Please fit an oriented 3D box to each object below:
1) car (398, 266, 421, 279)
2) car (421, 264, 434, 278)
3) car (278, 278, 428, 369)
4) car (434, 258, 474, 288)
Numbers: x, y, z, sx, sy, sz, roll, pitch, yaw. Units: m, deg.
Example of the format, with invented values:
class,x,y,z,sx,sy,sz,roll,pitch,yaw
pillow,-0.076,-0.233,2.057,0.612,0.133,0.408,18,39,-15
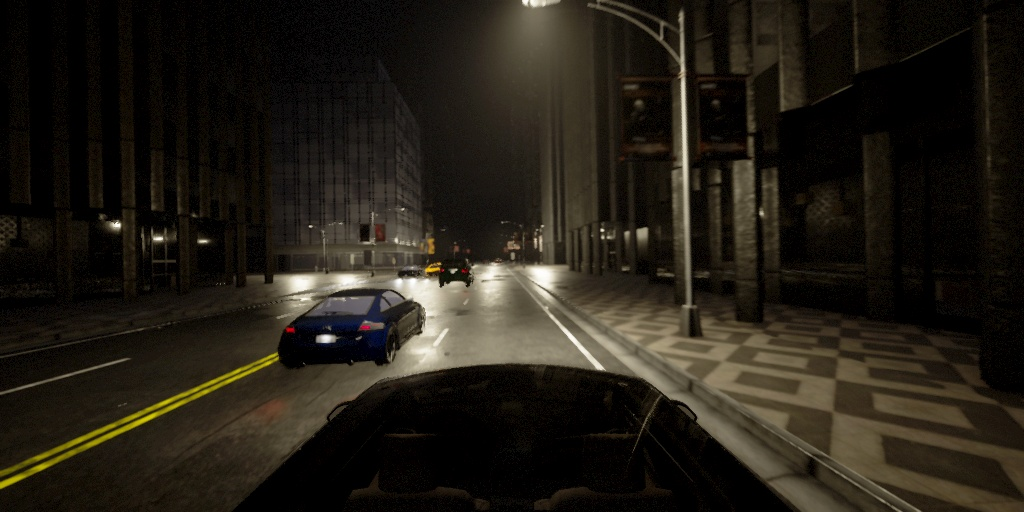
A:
class,x,y,z,sx,sy,sz,roll,pitch,yaw
car,-11.263,1.773,40.013,1.895,1.301,4.718,-1,0,-2
car,-7.948,1.569,38.180,1.882,1.535,5.008,-1,-1,-2
car,-3.306,1.419,8.221,1.994,1.385,4.181,-1,0,-2
car,-4.067,1.179,26.706,2.150,2.045,5.566,-1,0,-2
